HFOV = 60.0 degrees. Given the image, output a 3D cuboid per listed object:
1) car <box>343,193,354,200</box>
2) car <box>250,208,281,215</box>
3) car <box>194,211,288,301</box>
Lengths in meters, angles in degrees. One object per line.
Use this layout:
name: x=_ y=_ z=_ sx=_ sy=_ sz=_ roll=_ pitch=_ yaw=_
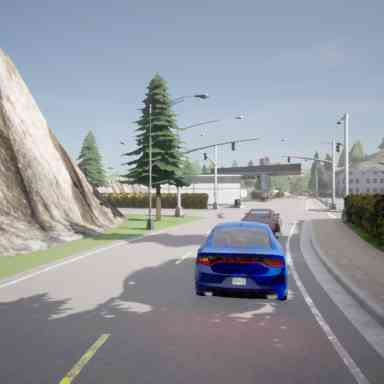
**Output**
car: x=40.213 y=1.077 z=83.015 sx=3.866 sy=1.878 sz=1.905 roll=0 pitch=0 yaw=19
car: x=3.699 y=1.564 z=17.701 sx=1.994 sy=1.385 sz=4.181 roll=0 pitch=0 yaw=17
car: x=1.293 y=1.478 z=8.513 sx=1.882 sy=1.535 sz=5.008 roll=0 pitch=0 yaw=10
